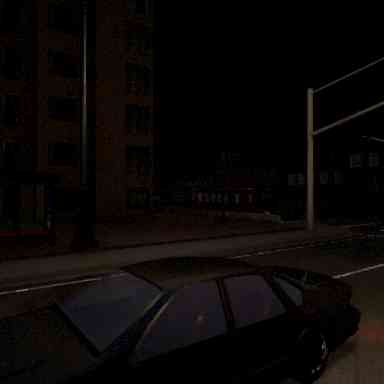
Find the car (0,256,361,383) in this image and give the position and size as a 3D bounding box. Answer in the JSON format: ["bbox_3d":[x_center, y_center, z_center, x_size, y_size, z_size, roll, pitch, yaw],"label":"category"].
[{"bbox_3d":[-0.168,1.547,3.864,5.357,1.411,2.033,0,0,-35],"label":"car"}]

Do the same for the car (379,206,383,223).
[{"bbox_3d":[15.113,1.312,22.287,2.097,1.767,4.553,-1,0,-24],"label":"car"}]

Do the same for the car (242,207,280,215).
[{"bbox_3d":[6.914,2.361,34.601,2.097,1.767,4.553,0,-8,-36],"label":"car"}]
